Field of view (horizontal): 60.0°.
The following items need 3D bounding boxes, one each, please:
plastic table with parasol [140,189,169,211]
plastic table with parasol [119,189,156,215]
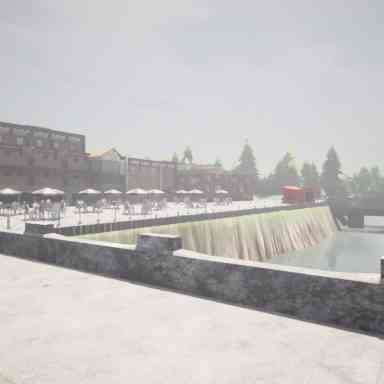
[{"bbox_3d":[-4.538,0.925,40.197,2.482,2.480,2.482,0,0,35],"label":"plastic table with parasol"},{"bbox_3d":[-5.297,0.925,32.509,2.482,2.480,2.482,0,0,35],"label":"plastic table with parasol"}]
